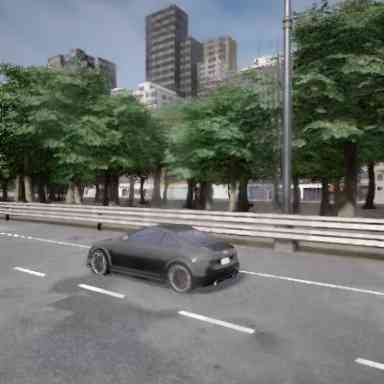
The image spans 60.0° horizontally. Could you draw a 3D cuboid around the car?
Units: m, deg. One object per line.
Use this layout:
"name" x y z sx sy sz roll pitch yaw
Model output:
"car" -0.867 1.541 8.789 4.181 1.385 1.994 0 0 36
